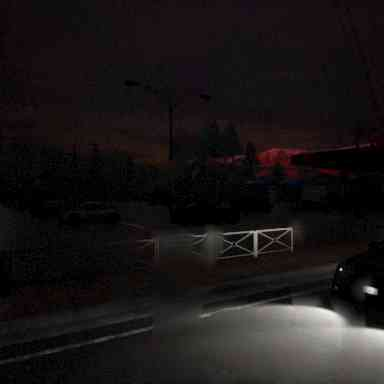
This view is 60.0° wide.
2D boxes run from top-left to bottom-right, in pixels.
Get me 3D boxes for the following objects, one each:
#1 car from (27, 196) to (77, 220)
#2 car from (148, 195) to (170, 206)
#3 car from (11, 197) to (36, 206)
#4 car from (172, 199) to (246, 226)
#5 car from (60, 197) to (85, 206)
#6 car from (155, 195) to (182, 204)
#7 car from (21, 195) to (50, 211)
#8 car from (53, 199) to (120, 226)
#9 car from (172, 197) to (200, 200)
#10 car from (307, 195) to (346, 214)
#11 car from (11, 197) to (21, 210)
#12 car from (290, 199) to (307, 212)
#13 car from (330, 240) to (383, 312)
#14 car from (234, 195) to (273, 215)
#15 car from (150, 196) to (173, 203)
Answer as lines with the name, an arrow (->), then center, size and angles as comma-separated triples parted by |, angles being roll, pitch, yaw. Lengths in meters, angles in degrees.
car -> -10.449, 1.344, 27.327 | 5.027, 1.636, 2.152 | 0, 0, -32
car -> -5.102, 1.509, 53.275 | 3.633, 1.501, 1.845 | 0, 0, -32
car -> -28.628, 1.564, 56.395 | 3.633, 1.501, 1.845 | 0, 0, -32
car -> 1.109, 1.489, 22.597 | 4.514, 1.523, 2.007 | 0, 0, -32
car -> -20.745, 1.574, 57.740 | 3.806, 1.475, 1.970 | 0, 0, -32
car -> -4.763, 1.519, 67.385 | 5.027, 1.636, 2.152 | 0, 0, -32
car -> -17.146, 1.267, 38.229 | 3.866, 1.878, 1.905 | 0, 0, -32
car -> -6.814, 1.423, 22.028 | 3.806, 1.475, 1.970 | 0, 0, -32
car -> 0.093, 1.488, 44.738 | 4.514, 1.523, 2.007 | 0, 0, -32
car -> 14.431, 1.267, 35.069 | 3.866, 1.878, 1.905 | 0, 0, -32
car -> -19.018, 1.288, 40.489 | 4.605, 1.855, 1.932 | 0, 0, -32
car -> 13.211, 1.551, 38.222 | 3.806, 1.475, 1.970 | 0, 0, -32
car -> 4.862, 1.564, 6.935 | 4.181, 1.385, 1.994 | 0, 0, -31
car -> 6.006, 1.288, 33.751 | 4.605, 1.855, 1.932 | 0, 0, -32
car -> -6.450, 1.528, 70.030 | 4.514, 1.523, 2.007 | 0, 0, -32
